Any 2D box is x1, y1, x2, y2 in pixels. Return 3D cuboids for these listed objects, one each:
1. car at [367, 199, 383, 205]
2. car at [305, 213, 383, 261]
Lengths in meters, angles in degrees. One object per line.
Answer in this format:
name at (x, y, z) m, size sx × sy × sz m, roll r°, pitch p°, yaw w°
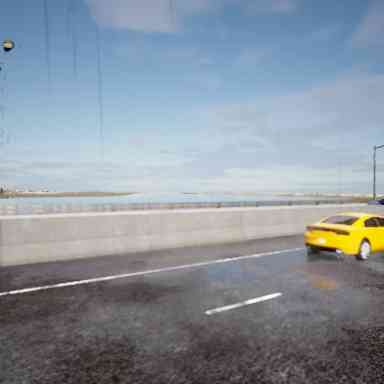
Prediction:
car at (27.645, 1.721, 48.880) m, size 4.674 × 1.442 × 1.812 m, roll 0°, pitch 0°, yaw -34°
car at (6.376, 1.529, 12.588) m, size 5.008 × 1.535 × 1.882 m, roll 1°, pitch -1°, yaw -35°
